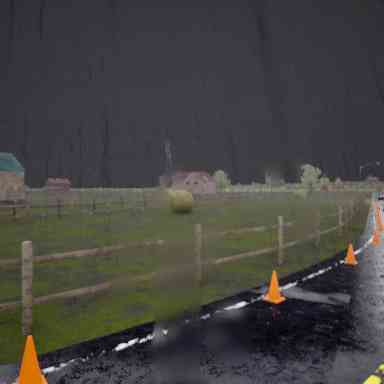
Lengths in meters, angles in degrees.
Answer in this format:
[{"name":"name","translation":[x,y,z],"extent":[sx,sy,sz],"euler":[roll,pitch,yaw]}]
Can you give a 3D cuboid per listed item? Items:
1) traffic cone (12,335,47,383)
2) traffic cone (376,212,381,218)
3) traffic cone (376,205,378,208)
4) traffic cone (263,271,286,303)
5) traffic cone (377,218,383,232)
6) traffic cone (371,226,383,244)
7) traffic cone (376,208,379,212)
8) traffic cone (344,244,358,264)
[{"name":"traffic cone","translation":[-1.862,1.949,3.820],"extent":[0.340,0.580,0.340],"euler":[0,0,-37]},{"name":"traffic cone","translation":[12.717,1.823,22.590],"extent":[0.340,0.580,0.340],"euler":[0,0,29]},{"name":"traffic cone","translation":[17.508,1.742,31.368],"extent":[0.340,0.580,0.340],"euler":[0,0,29]},{"name":"traffic cone","translation":[1.713,1.933,6.907],"extent":[0.340,0.580,0.340],"euler":[0,0,-44]},{"name":"traffic cone","translation":[10.324,1.861,18.206],"extent":[0.340,0.580,0.340],"euler":[0,0,29]},{"name":"traffic cone","translation":[7.834,1.888,14.160],"extent":[0.340,0.580,0.340],"euler":[0,0,34]},{"name":"traffic cone","translation":[15.112,1.785,26.979],"extent":[0.340,0.580,0.340],"euler":[0,0,29]},{"name":"traffic cone","translation":[4.955,1.913,10.381],"extent":[0.340,0.580,0.340],"euler":[0,0,40]}]
